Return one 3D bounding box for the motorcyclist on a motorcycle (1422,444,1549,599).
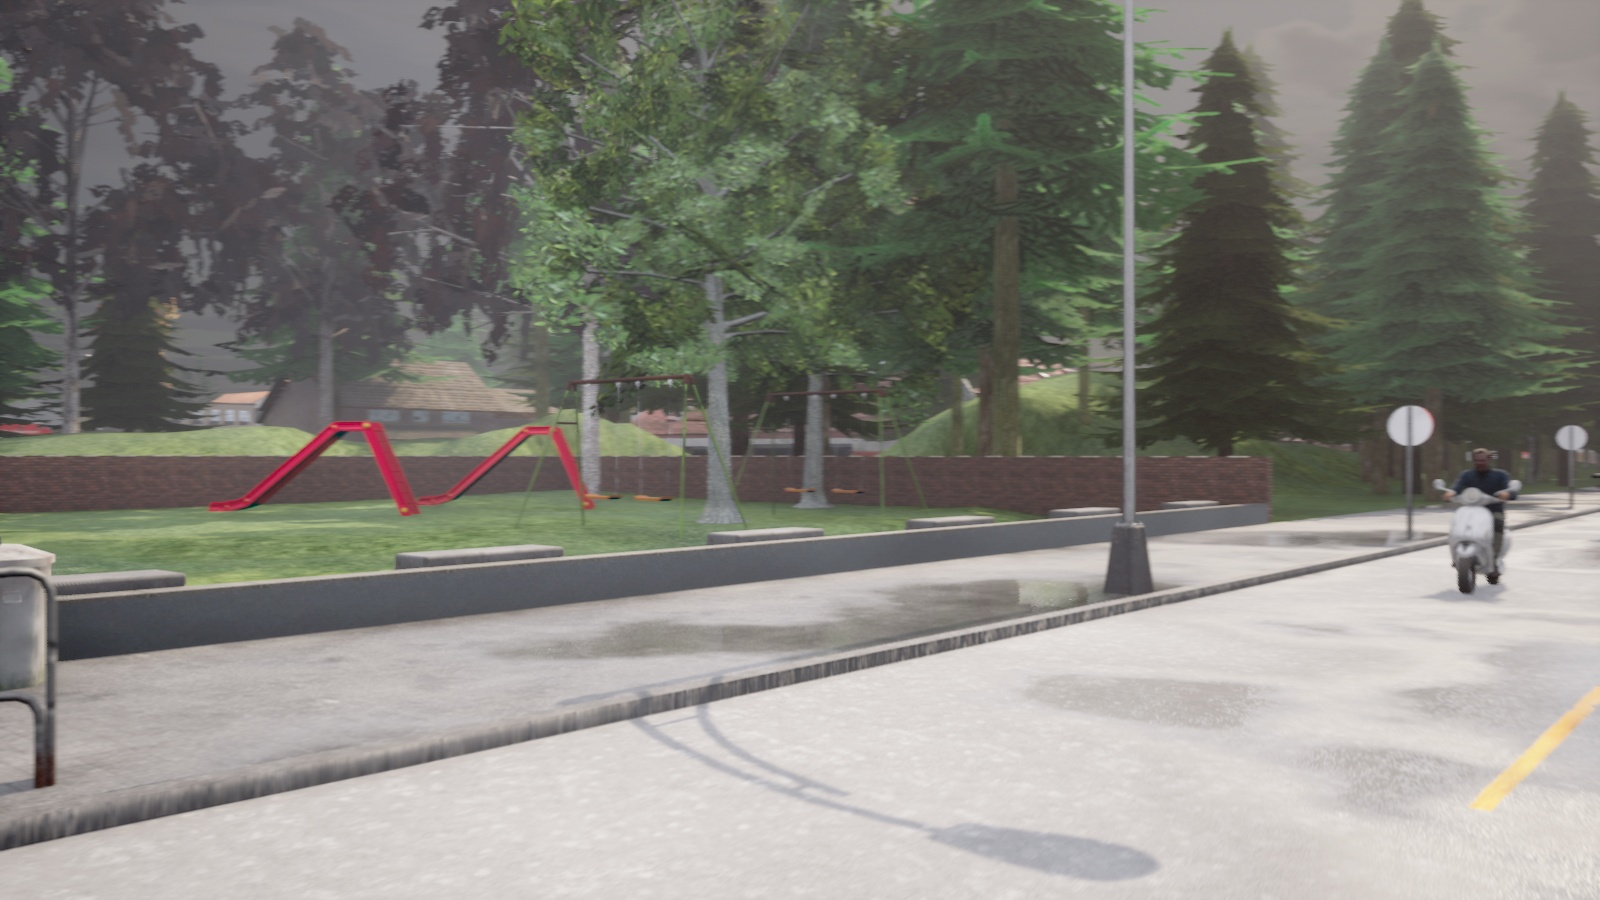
[{"bbox_3d":[7.605,0.742,13.898,0.866,1.590,1.817,0,0,40],"label":"motorcyclist on a motorcycle"}]

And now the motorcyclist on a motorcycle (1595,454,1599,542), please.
[{"bbox_3d":[14.973,0.842,22.553,0.866,1.530,2.191,0,0,40],"label":"motorcyclist on a motorcycle"}]

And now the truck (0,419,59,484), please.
[{"bbox_3d":[-48.985,0.114,74.236,2.891,3.827,8.468,0,0,40],"label":"truck"}]
